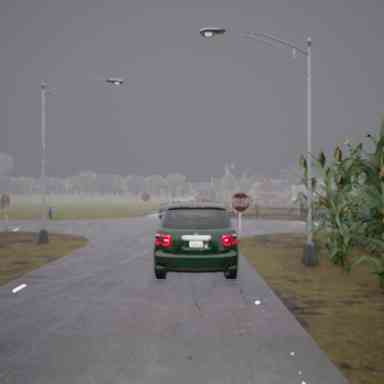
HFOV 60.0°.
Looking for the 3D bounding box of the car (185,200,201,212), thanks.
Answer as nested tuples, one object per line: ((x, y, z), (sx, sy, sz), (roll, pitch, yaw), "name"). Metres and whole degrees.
((0.107, 1.851, 45.442), (2.033, 1.411, 5.357), (0, 0, 0), "car")

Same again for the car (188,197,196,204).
((-0.058, 2.034, 80.335), (1.882, 1.535, 5.008), (0, 0, 0), "car")

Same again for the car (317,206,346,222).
((12.595, 1.700, 25.785), (5.357, 1.411, 2.033), (0, 1, 0), "car")

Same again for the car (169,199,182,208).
((-2.870, 1.958, 57.902), (1.994, 1.385, 4.181), (0, 0, 0), "car")

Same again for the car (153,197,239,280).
((0.107, 1.291, 10.329), (2.150, 2.045, 5.566), (0, 0, 0), "car")

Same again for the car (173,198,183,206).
((-2.805, 1.944, 67.963), (1.882, 1.535, 5.008), (0, 0, 0), "car")

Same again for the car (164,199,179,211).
((-2.873, 1.801, 48.090), (1.882, 1.535, 5.008), (0, 0, 0), "car")

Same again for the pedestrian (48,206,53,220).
((-12.202, 1.812, 28.699), (0.500, 1.100, 0.500), (0, 1, 0), "pedestrian")

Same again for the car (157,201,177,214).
((-2.875, 1.825, 39.355), (1.994, 1.385, 4.181), (0, 0, 0), "car")
